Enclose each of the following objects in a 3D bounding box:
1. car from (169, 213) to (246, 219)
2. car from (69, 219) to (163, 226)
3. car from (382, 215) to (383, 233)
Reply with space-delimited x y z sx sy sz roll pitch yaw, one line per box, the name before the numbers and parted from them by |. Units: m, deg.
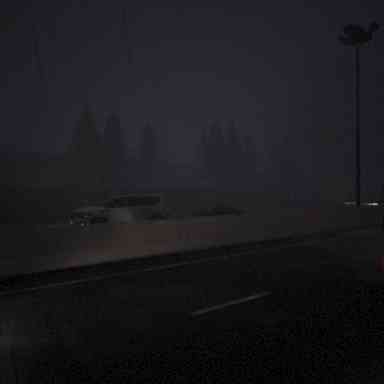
car | 1.123 1.439 17.724 4.181 1.385 1.994 -1 0 -36
car | -3.843 1.138 18.433 5.566 2.045 2.150 -1 1 -35
car | 11.206 1.144 16.196 4.553 1.767 2.097 -1 0 -37
